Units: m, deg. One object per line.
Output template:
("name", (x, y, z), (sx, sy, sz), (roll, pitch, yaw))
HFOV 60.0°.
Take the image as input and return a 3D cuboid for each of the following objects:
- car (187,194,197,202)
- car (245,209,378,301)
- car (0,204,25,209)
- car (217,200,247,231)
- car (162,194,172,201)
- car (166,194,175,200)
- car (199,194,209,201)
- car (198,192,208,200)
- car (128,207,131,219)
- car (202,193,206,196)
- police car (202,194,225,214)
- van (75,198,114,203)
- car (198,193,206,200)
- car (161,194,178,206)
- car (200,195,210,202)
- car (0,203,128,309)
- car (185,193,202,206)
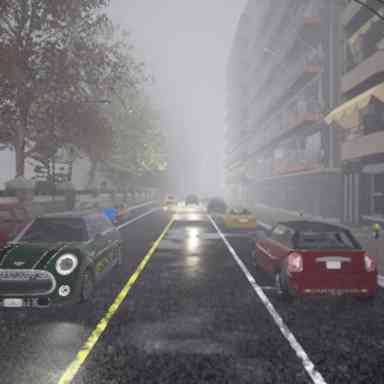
("car", (-0.004, 1.212, 67.949), (1.837, 1.490, 4.892), (0, 0, 0))
("car", (2.690, 1.404, 8.257), (1.967, 1.590, 4.097), (0, 0, 0))
("car", (-5.690, 1.279, 8.256), (2.192, 1.841, 5.009), (0, 0, 0))
("car", (2.690, 1.445, 19.688), (1.752, 1.417, 4.829), (0, 0, 0))
("car", (-5.696, 1.180, 75.819), (1.967, 1.590, 4.097), (0, 0, 0))
("car", (-5.696, 1.262, 87.081), (2.008, 1.369, 4.403), (0, 0, 0))
("car", (2.685, 1.181, 75.821), (1.967, 1.590, 4.097), (0, 0, 0))
("car", (2.683, 1.041, 81.450), (2.192, 1.841, 5.009), (0, 0, 0))
("car", (-5.691, 1.480, 25.148), (1.802, 1.307, 4.206), (0, 0, 0))
("car", (2.686, 1.315, 64.561), (1.887, 1.381, 4.507), (0, 0, 0))
("police car", (2.365, 1.295, 33.280), (1.930, 1.638, 5.238), (0, 0, 0))
("van", (-5.691, 1.260, 19.516), (1.690, 1.788, 3.998), (0, 0, 0))
("car", (2.684, 1.152, 87.082), (1.967, 1.590, 4.097), (0, 0, 0))
("car", (-3.084, 1.293, 49.251), (1.882, 1.535, 5.008), (0, 0, 0))
("car", (2.685, 1.300, 70.192), (1.887, 1.381, 4.507), (0, 0, 0))
("car", (-3.099, 1.317, 8.009), (2.097, 1.767, 4.553), (0, 0, 0))
("car", (-0.004, 1.160, 51.681), (2.097, 1.767, 4.553), (0, 0, 0))
